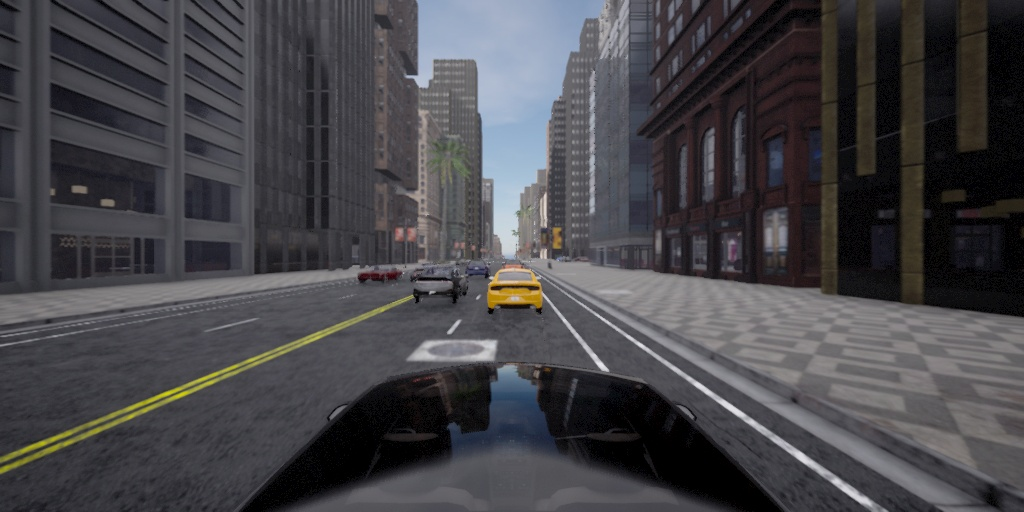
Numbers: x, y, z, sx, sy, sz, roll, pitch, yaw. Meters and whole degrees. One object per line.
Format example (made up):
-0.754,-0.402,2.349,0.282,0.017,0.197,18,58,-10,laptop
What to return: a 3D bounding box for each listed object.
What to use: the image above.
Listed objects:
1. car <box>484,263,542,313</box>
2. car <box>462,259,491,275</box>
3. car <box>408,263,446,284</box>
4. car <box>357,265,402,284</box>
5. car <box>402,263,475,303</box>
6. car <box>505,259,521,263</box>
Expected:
0.112,1.228,14.115,1.882,1.535,5.008,0,0,0,car
-3.148,1.102,34.065,2.097,1.767,4.553,0,0,0,car
-6.597,1.314,28.222,1.994,1.385,4.181,0,0,0,car
-9.848,1.351,26.974,1.895,1.301,4.718,0,0,0,car
-3.149,1.241,16.555,2.128,1.511,4.902,0,0,0,car
0.101,1.102,34.065,2.097,1.767,4.553,0,0,0,car
